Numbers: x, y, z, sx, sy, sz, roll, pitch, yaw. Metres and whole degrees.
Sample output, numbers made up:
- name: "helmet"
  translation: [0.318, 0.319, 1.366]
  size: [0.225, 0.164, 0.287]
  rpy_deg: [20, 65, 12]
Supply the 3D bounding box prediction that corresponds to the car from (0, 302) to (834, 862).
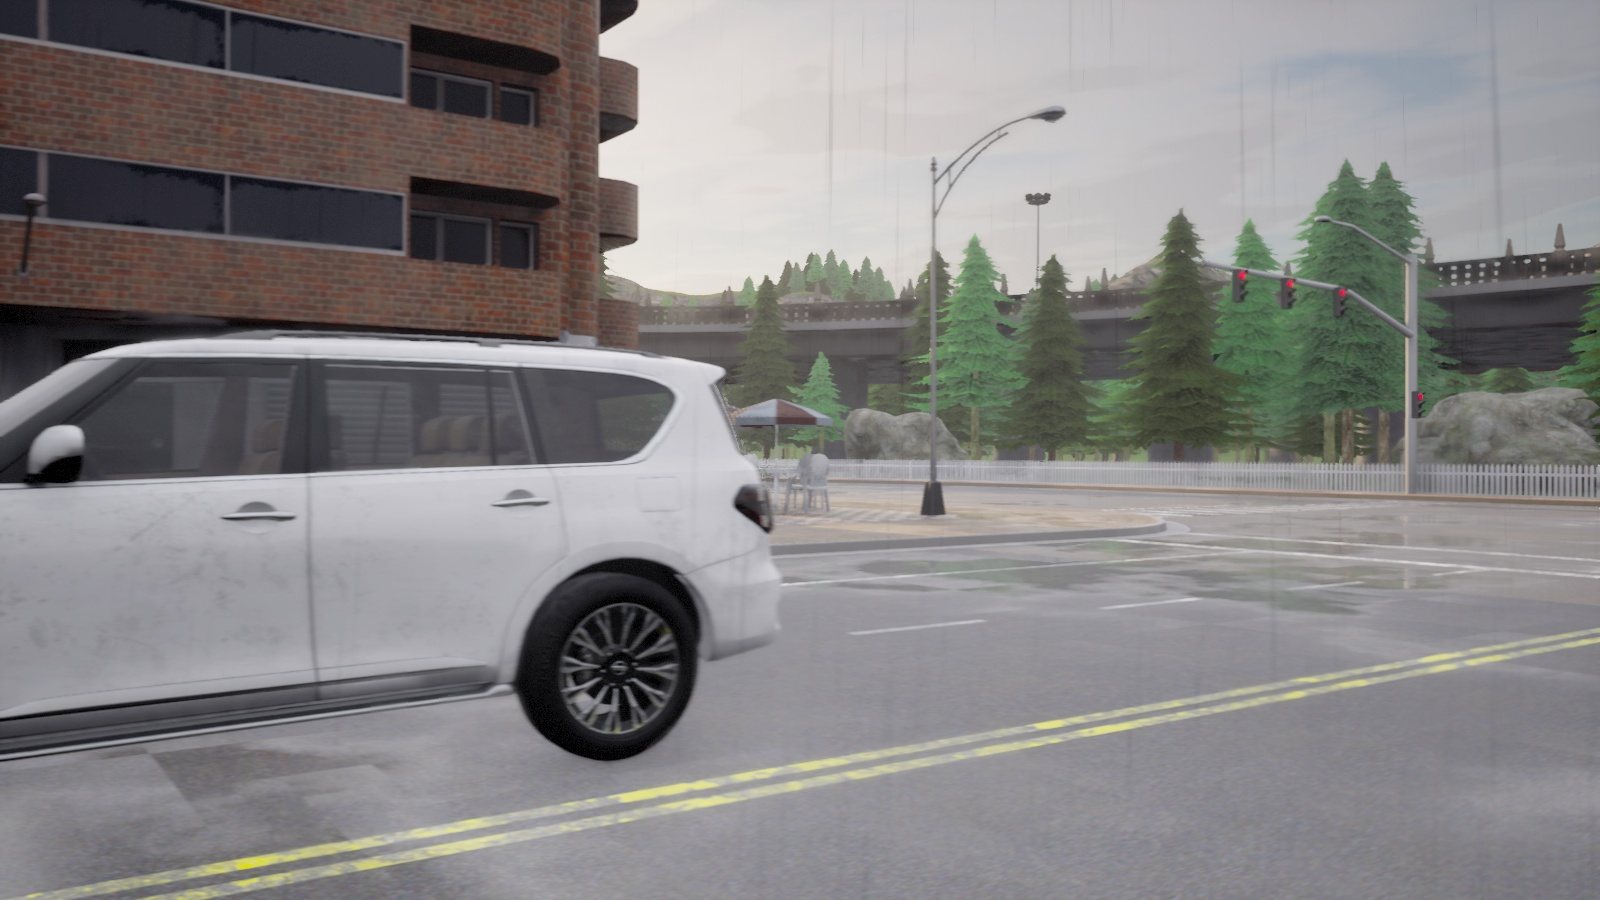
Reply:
- name: "car"
  translation: [-2.720, 0.484, 6.031]
  size: [5.566, 2.045, 2.150]
  rpy_deg: [0, 0, -35]
